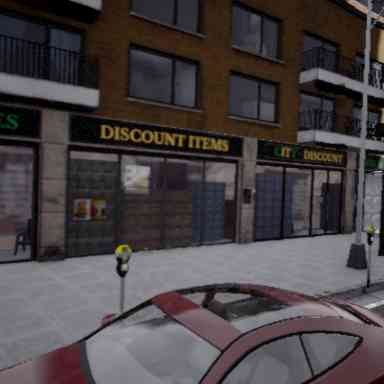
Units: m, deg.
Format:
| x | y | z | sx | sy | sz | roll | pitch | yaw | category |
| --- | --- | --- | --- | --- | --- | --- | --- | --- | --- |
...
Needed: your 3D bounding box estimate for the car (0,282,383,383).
| x | y | z | sx | sy | sz | roll | pitch | yaw | category |
| --- | --- | --- | --- | --- | --- | --- | --- | --- | --- |
| 0.111 | 1.496 | 2.594 | 4.206 | 1.307 | 1.802 | 1 | 2 | -33 | car |
